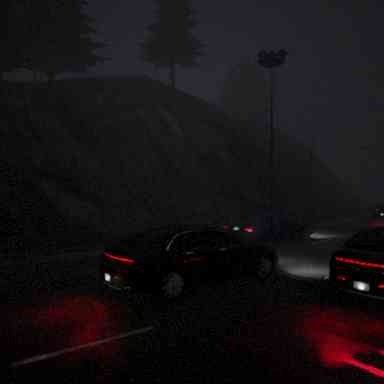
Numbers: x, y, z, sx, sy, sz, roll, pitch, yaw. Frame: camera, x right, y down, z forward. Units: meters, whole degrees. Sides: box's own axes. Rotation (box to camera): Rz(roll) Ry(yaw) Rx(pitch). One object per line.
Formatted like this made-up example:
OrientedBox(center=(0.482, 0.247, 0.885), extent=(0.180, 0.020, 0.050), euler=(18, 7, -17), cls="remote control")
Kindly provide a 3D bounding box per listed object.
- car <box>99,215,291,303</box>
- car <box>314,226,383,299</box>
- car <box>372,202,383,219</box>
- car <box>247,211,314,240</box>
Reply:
OrientedBox(center=(0.159, 1.543, 8.393), extent=(4.892, 1.490, 1.837), euler=(1, 0, -38), cls="car")
OrientedBox(center=(5.104, 1.560, 7.882), extent=(4.892, 1.490, 1.837), euler=(0, 0, -39), cls="car")
OrientedBox(center=(17.911, 1.711, 30.510), extent=(1.837, 1.490, 4.892), euler=(0, 0, 40), cls="car")
OrientedBox(center=(3.785, 1.635, 15.871), extent=(5.357, 1.411, 2.033), euler=(0, 0, -41), cls="car")
